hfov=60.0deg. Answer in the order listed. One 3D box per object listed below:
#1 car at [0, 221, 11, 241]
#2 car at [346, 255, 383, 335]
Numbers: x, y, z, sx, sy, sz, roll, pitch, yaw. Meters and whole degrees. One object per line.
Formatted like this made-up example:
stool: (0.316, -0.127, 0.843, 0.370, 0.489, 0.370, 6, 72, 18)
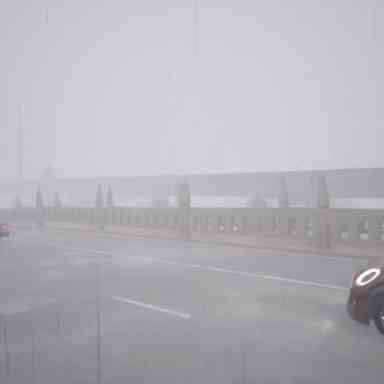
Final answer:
car: (-10.860, 1.711, 16.040, 5.357, 1.411, 2.033, -2, -1, 35)
car: (4.789, 1.343, 4.873, 4.553, 1.767, 2.097, -1, 0, 36)
